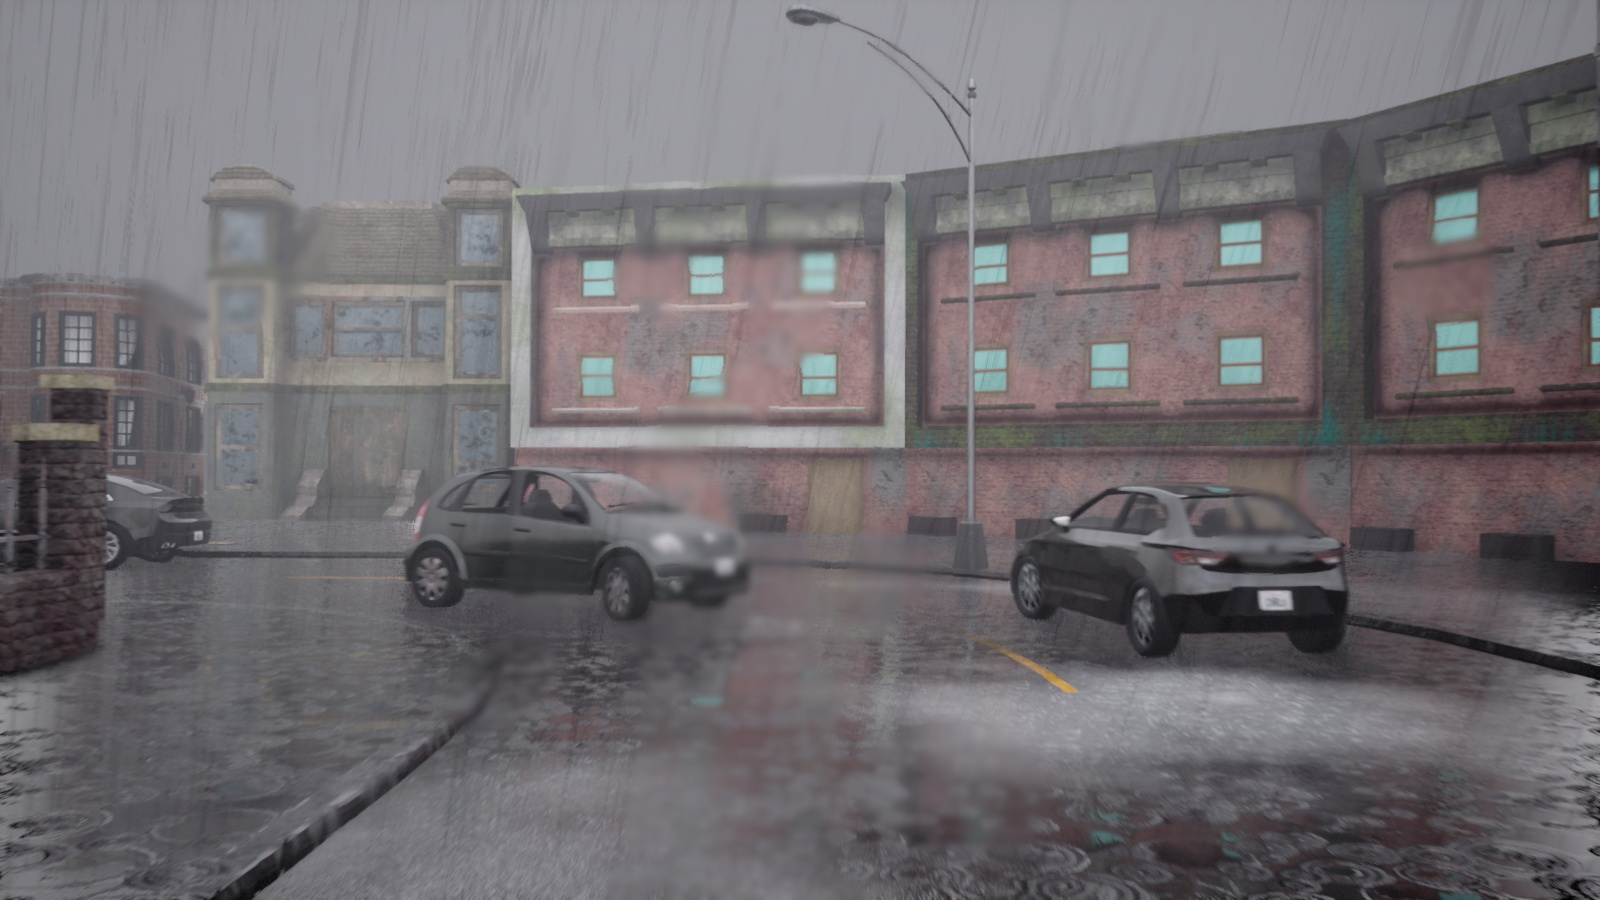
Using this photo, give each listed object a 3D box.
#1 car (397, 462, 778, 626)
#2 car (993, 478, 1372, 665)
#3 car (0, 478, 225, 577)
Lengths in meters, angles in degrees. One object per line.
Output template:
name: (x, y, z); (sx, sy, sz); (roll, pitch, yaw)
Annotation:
car: (-2.434, 0.962, 14.213); (3.988, 1.617, 1.851); (-1, -1, 30)
car: (3.461, 1.022, 12.306); (1.816, 1.474, 4.193); (0, -1, -10)
car: (-12.074, 1.204, 20.095); (4.892, 1.490, 1.837); (0, -1, 0)
